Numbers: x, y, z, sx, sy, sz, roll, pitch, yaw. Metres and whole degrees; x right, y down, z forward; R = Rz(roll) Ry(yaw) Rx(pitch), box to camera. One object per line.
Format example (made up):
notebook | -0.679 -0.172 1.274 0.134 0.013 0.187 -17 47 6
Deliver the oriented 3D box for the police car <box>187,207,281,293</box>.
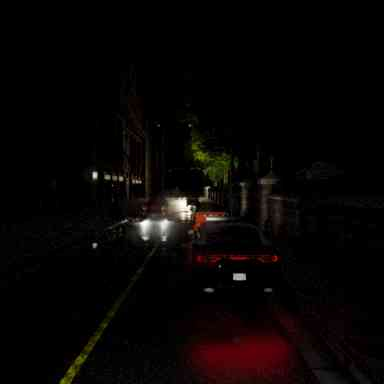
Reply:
police car | 0.918 1.420 8.962 1.930 1.638 5.238 0 0 0

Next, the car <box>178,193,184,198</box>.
car | -2.801 0.930 92.674 1.994 1.385 4.181 0 1 0

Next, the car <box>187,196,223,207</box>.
car | 0.939 1.328 18.821 2.097 1.767 4.553 0 0 0

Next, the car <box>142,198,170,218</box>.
car | -3.039 1.303 28.896 2.097 1.767 4.553 0 0 0

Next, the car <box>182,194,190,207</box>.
car | 0.126 1.352 47.818 2.128 1.511 4.902 0 0 1

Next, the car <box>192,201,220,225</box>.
car | 0.952 1.467 24.852 1.837 1.490 4.892 0 0 0
